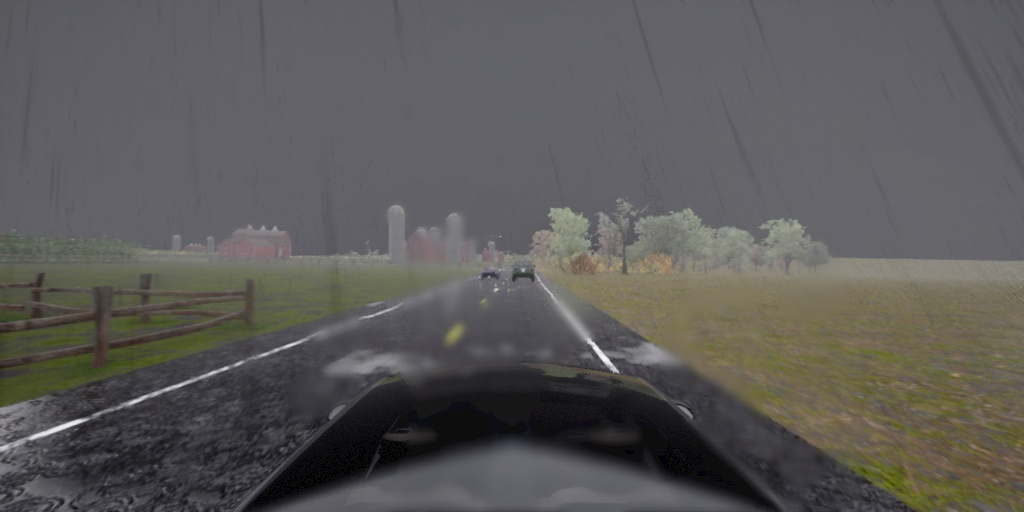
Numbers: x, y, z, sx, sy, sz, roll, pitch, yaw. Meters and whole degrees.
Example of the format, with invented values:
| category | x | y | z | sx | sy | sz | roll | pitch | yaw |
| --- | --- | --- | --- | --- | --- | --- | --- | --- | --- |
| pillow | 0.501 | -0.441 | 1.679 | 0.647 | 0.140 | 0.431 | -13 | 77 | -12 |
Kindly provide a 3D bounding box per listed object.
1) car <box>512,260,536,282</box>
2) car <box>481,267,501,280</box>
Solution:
| category | x | y | z | sx | sy | sz | roll | pitch | yaw |
| --- | --- | --- | --- | --- | --- | --- | --- | --- | --- |
| car | 1.140 | 1.462 | 35.494 | 2.150 | 2.045 | 5.566 | 0 | -1 | 2 |
| car | -2.287 | 1.866 | 39.074 | 1.895 | 1.301 | 4.718 | 0 | -1 | 2 |
